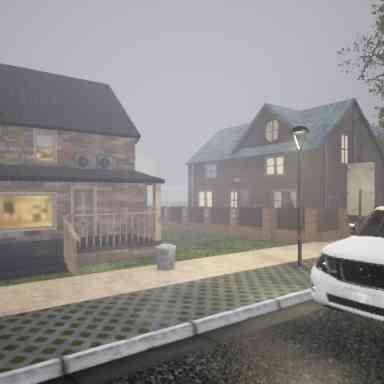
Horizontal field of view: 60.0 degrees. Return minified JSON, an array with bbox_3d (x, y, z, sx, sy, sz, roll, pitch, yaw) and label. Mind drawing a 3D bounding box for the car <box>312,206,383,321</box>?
[{"bbox_3d":[4.721,1.224,6.657,5.566,2.045,2.150,0,0,-38],"label":"car"}]
